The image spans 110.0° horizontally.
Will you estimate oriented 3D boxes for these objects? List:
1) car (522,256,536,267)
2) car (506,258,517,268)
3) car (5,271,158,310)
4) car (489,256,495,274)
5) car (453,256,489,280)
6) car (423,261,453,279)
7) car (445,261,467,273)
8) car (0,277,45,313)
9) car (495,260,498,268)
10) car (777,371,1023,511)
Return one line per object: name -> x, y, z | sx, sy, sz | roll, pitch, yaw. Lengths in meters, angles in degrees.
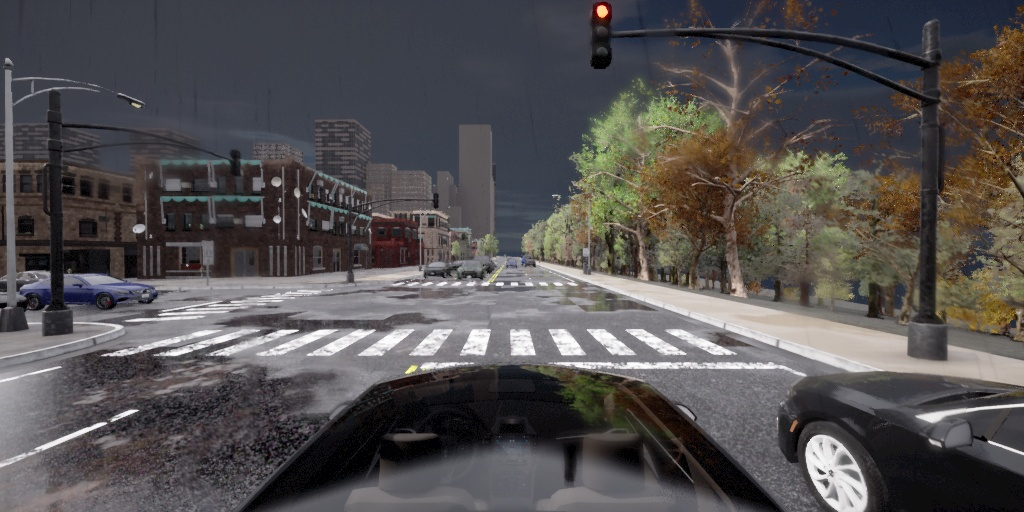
car -> 3.203, 1.231, 63.655 | 1.837, 1.490, 4.892 | 0, 0, 0
car -> -0.048, 1.274, 62.621 | 2.033, 1.411, 5.357 | 0, 0, 0
car -> -18.095, 1.476, 15.371 | 4.674, 1.442, 1.812 | -1, 1, -1
car -> -3.435, 0.959, 41.258 | 2.150, 2.045, 5.566 | 0, 0, 0
car -> -3.412, 1.092, 30.717 | 2.097, 1.767, 4.553 | 0, 0, 0
car -> -6.664, 1.218, 32.528 | 1.882, 1.535, 5.008 | 0, 0, 0
car -> -6.683, 1.337, 43.454 | 1.895, 1.301, 4.718 | 0, 0, 0
car -> -19.973, 1.565, 12.631 | 4.313, 1.339, 1.948 | 0, 0, 0
car -> -3.458, 1.297, 50.777 | 1.994, 1.385, 4.181 | 0, 0, 0
car -> 3.366, 1.255, 1.255 | 1.837, 1.490, 4.892 | 0, 0, -2
